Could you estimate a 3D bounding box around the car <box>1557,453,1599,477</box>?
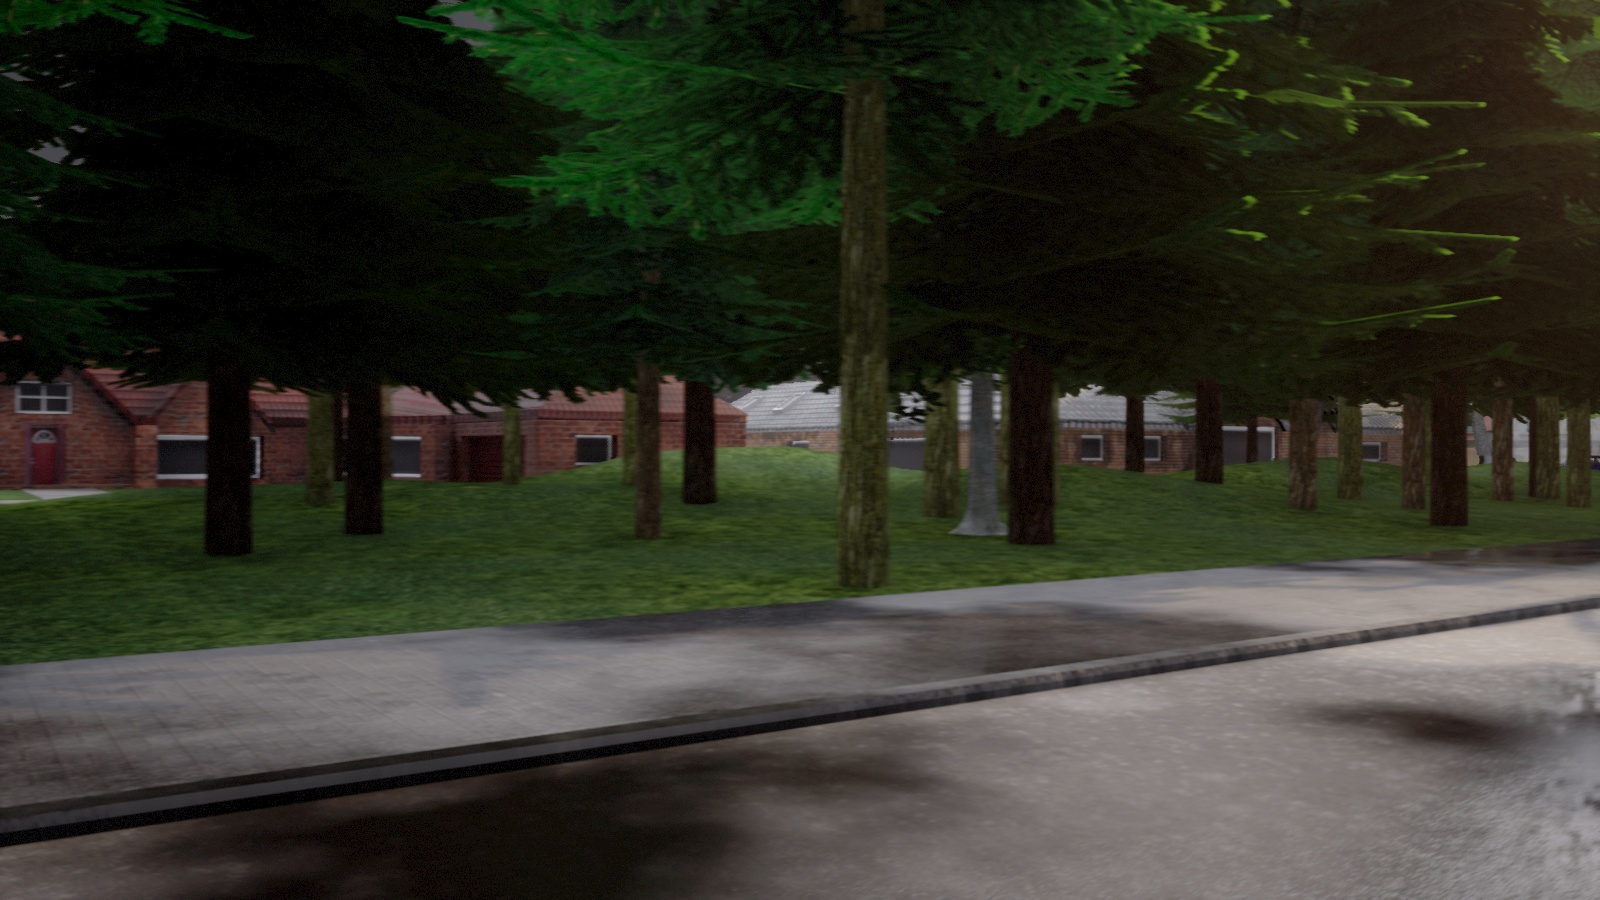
[{"bbox_3d":[48.350,0.897,75.754,1.816,1.474,4.193,0,0,-35],"label":"car"}]
